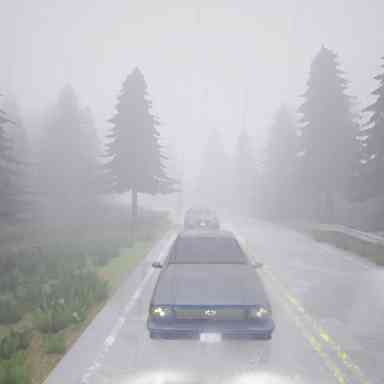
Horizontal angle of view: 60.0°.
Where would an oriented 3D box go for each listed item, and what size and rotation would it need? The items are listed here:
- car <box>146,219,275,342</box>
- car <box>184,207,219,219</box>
[{"bbox_3d":[0.308,1.558,7.103,2.033,1.411,5.357,0,0,1],"label":"car"},{"bbox_3d":[0.516,1.584,20.131,1.994,1.385,4.181,0,0,-2],"label":"car"}]
